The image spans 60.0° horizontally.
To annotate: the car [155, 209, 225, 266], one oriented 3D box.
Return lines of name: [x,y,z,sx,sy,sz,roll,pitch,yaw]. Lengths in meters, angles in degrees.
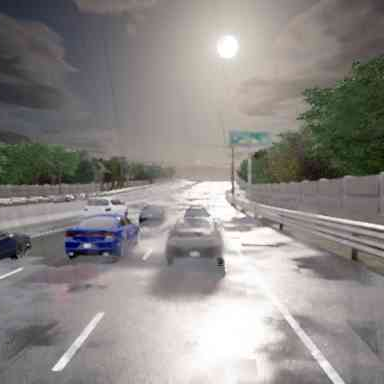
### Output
car: [0.135,1.603,12.043,2.128,1.511,4.902,0,0,1]

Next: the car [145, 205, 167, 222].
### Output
car: [-3.079,1.750,27.176,1.994,1.385,4.181,0,0,2]

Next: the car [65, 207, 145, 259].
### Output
car: [-3.338,1.598,13.258,1.882,1.535,5.008,0,0,1]

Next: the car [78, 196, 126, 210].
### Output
car: [-6.624,1.405,25.993,2.150,2.045,5.566,0,0,2]

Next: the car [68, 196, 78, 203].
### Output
car: [-19.447,1.426,59.082,2.128,1.511,4.902,0,1,4]

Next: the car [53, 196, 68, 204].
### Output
car: [-22.945,1.436,59.158,1.837,1.490,4.892,0,1,4]

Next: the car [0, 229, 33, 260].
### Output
car: [-6.912,1.638,9.981,2.033,1.411,5.357,0,-1,1]

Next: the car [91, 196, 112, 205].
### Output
car: [-15.949,1.482,58.932,2.033,1.411,5.357,0,1,4]

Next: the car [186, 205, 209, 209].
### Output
car: [0.418,1.751,26.979,1.994,1.385,4.181,0,0,2]
